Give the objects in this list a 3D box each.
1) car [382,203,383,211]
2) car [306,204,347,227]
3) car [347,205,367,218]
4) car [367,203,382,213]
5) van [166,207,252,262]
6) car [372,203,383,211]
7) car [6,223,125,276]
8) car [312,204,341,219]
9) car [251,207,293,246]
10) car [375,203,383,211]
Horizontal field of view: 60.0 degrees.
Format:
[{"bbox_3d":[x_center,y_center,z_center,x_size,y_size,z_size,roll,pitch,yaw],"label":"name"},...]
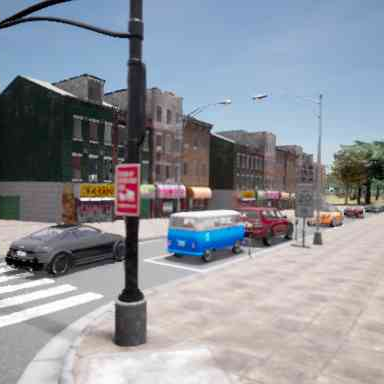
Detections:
[{"bbox_3d":[31.817,2.750,57.658,2.008,1.369,4.403,0,-1,35],"label":"car"},{"bbox_3d":[11.434,1.964,28.503,2.097,1.767,4.553,2,0,35],"label":"car"},{"bbox_3d":[19.364,2.379,39.981,1.887,1.381,4.507,0,-1,35],"label":"car"},{"bbox_3d":[28.704,2.671,53.239,1.947,1.339,4.313,0,-1,35],"label":"car"},{"bbox_3d":[0.688,1.665,13.467,1.690,1.788,3.998,1,-1,35],"label":"van"},{"bbox_3d":[34.930,2.838,62.078,1.887,1.381,4.507,0,-1,35],"label":"car"},{"bbox_3d":[-3.953,1.767,11.353,1.994,1.385,4.181,1,0,28],"label":"car"},{"bbox_3d":[16.185,2.240,39.936,2.128,1.511,4.902,2,0,36],"label":"car"},{"bbox_3d":[3.801,1.721,17.887,2.192,1.841,5.009,1,-1,35],"label":"car"},{"bbox_3d":[38.043,2.941,66.497,2.008,1.369,4.403,0,-1,35],"label":"car"}]
